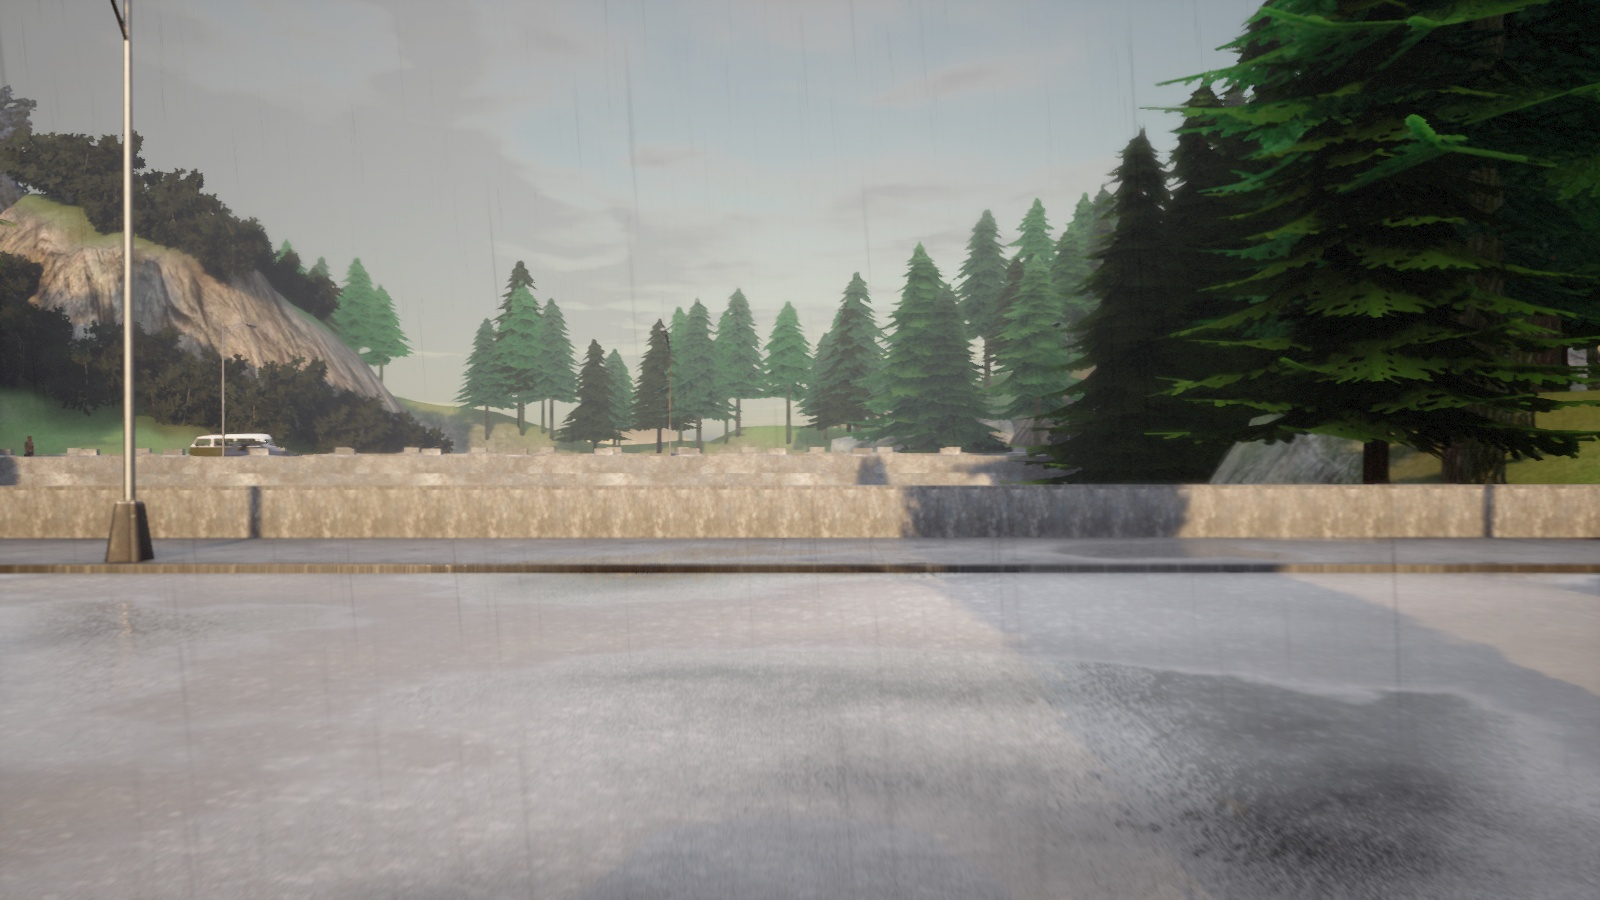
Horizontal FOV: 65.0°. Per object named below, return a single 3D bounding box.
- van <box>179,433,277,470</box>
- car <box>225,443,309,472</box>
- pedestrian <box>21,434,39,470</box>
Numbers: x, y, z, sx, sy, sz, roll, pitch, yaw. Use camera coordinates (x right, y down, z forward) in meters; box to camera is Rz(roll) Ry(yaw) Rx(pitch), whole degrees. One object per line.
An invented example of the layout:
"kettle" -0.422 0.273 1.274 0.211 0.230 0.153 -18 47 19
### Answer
"van" -31.857 0.066 70.033 4.480 2.038 2.069 0 0 0
"car" -27.987 0.380 66.003 3.633 1.501 1.845 0 0 0
"pedestrian" -38.048 0.096 62.056 0.869 1.805 0.328 0 0 24
